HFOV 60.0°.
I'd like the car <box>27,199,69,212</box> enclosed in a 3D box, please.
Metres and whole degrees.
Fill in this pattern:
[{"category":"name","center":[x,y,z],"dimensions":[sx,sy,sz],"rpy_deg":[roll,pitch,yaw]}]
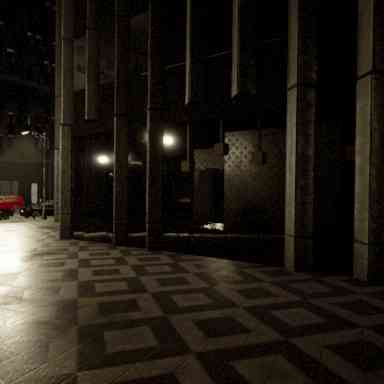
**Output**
[{"category":"car","center":[-17.566,1.633,40.752],"dimensions":[1.947,1.339,4.313],"rpy_deg":[1,0,35]}]

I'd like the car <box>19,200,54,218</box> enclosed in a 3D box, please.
[{"category":"car","center":[-13.863,1.741,31.218],"dimensions":[1.947,1.339,4.313],"rpy_deg":[1,0,35]}]

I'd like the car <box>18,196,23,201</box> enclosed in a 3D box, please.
[{"category":"car","center":[-20.818,1.352,36.142],"dimensions":[2.192,1.841,5.009],"rpy_deg":[1,0,35]}]

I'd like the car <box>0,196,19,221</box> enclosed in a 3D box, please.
[{"category":"car","center":[-17.116,1.462,26.607],"dimensions":[2.192,1.841,5.009],"rpy_deg":[1,0,35]}]
